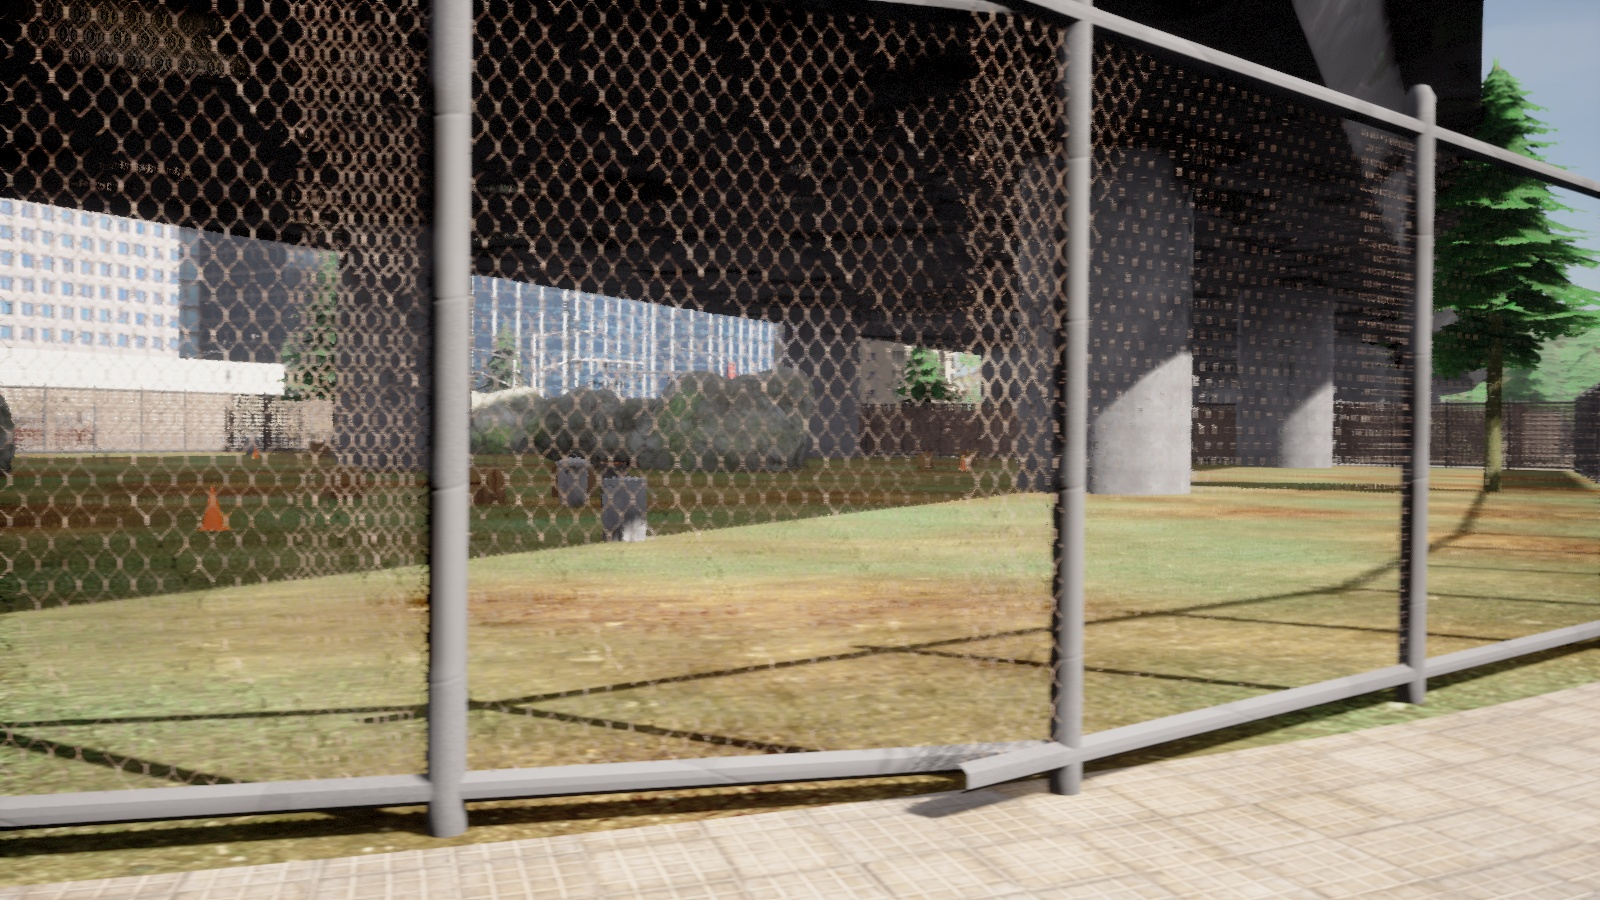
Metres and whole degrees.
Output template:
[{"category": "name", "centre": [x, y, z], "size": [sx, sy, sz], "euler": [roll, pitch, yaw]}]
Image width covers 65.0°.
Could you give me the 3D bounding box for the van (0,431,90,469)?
[{"category": "van", "centre": [-41.330, -0.042, 68.316], "size": [1.775, 1.987, 4.442], "euler": [0, 1, 29]}]
